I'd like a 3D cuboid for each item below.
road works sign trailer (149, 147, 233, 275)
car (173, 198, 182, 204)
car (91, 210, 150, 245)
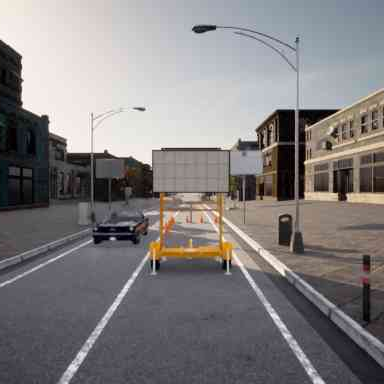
[{"bbox_3d":[-0.029,0.431,10.329,2.380,3.560,2.880,0,0,0],"label":"road works sign trailer"},{"bbox_3d":[-3.220,2.059,75.754,1.994,1.385,4.181,0,-1,0],"label":"car"},{"bbox_3d":[-3.144,1.549,15.429,1.895,1.301,4.718,0,0,0],"label":"car"}]
